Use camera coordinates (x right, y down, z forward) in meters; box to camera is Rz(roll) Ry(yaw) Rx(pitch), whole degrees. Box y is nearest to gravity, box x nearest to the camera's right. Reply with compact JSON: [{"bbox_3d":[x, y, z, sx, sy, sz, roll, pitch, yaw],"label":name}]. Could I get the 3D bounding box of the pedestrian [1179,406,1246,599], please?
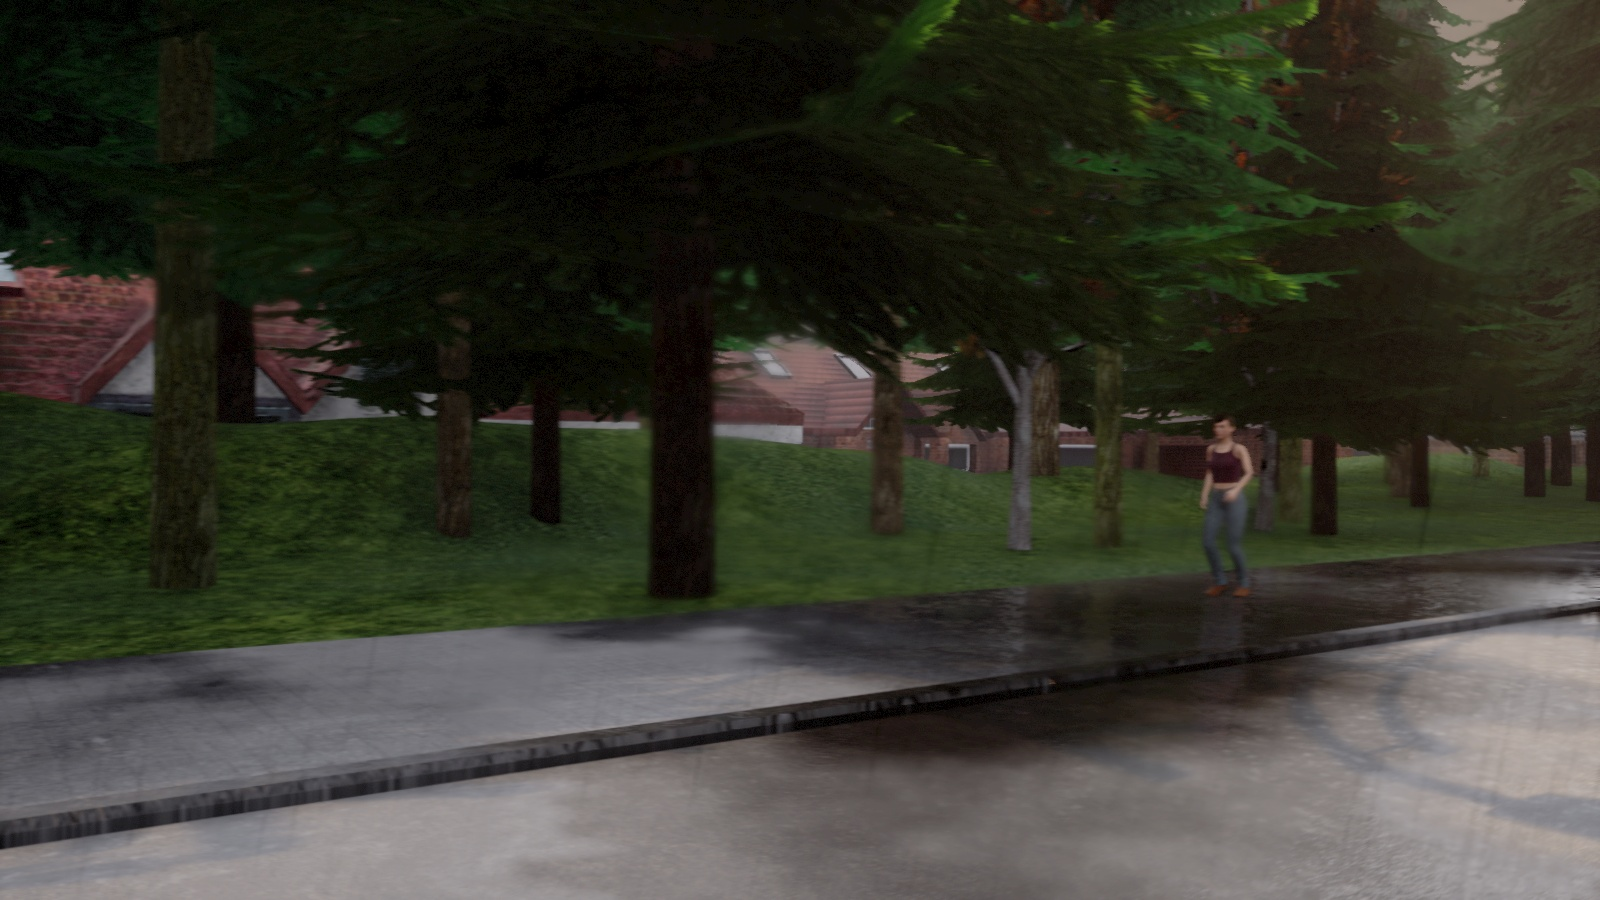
[{"bbox_3d":[4.023,0.502,12.247,0.594,1.836,0.345,0,0,-37],"label":"pedestrian"}]
